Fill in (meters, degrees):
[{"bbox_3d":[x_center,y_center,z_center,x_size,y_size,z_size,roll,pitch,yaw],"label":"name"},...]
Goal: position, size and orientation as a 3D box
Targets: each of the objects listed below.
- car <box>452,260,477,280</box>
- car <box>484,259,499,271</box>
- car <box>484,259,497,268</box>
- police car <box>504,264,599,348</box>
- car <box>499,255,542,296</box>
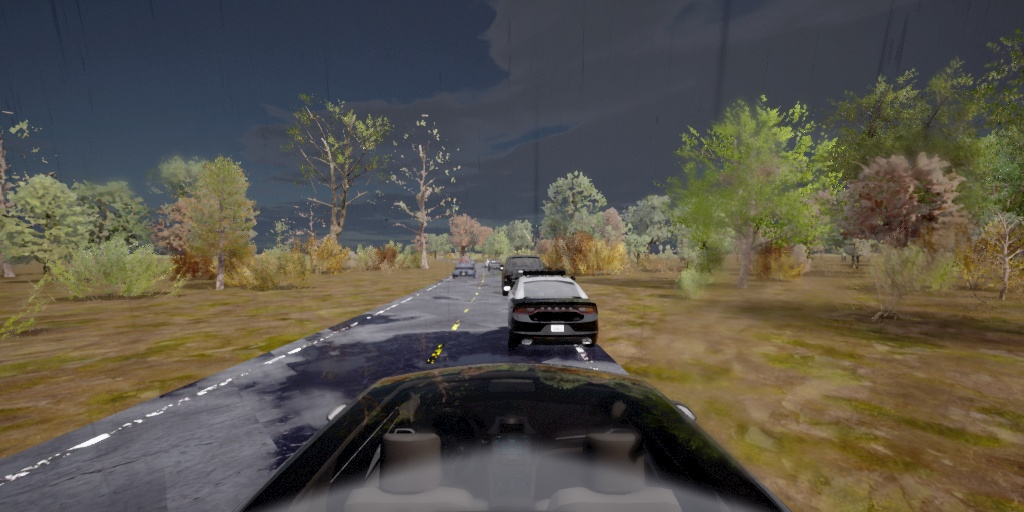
[{"bbox_3d":[-4.149,1.312,31.721,1.994,1.385,4.181,0,0,-4],"label":"car"},{"bbox_3d":[-2.313,1.240,48.066,2.128,1.511,4.902,0,0,-5],"label":"car"},{"bbox_3d":[-3.593,1.278,59.865,1.812,1.442,4.674,0,0,-8],"label":"car"},{"bbox_3d":[0.820,1.174,9.415,1.930,1.638,5.238,0,0,-1],"label":"police car"},{"bbox_3d":[0.531,0.972,19.380,2.150,2.045,5.566,0,0,-2],"label":"car"}]
